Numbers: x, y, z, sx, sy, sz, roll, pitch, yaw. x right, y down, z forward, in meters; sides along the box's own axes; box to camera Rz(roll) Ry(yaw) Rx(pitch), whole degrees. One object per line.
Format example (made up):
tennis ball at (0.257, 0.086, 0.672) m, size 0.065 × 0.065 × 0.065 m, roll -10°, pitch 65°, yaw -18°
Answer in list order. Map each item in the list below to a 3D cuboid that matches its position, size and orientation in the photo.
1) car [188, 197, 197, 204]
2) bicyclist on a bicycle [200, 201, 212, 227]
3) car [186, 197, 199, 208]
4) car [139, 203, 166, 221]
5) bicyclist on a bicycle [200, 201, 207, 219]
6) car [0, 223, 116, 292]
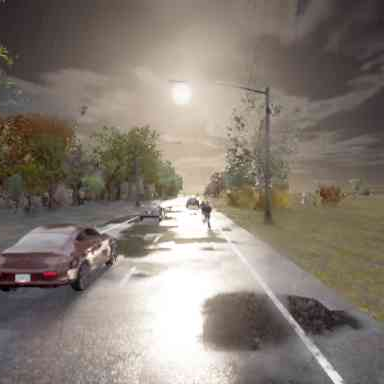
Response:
car at (0.074, 1.914, 74.313) m, size 2.033 × 1.411 × 5.357 m, roll 0°, pitch 0°, yaw 0°
bicyclist on a bicycle at (0.986, 1.476, 21.172) m, size 0.659 × 1.776 × 1.843 m, roll 0°, pitch 0°, yaw 0°
car at (0.134, 1.625, 54.458) m, size 2.097 × 1.767 × 4.553 m, roll 0°, pitch 0°, yaw 0°
car at (-3.374, 1.692, 28.925) m, size 2.033 × 1.411 × 5.357 m, roll 0°, pitch 0°, yaw 0°
bicyclist on a bicycle at (0.994, 1.602, 29.962) m, size 0.582 × 1.620 × 1.656 m, roll 0°, pitch -1°, yaw 0°
car at (-3.391, 1.571, 8.973) m, size 1.812 × 1.442 × 4.674 m, roll 0°, pitch 0°, yaw 0°
